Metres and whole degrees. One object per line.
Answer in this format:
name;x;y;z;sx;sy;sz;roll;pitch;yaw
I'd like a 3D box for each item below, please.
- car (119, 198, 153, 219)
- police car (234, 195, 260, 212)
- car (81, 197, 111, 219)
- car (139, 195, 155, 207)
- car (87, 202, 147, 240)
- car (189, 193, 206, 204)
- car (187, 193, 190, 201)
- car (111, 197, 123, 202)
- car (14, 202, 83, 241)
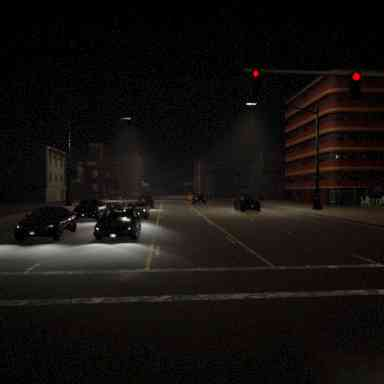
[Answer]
car;-4.423;1.420;26.675;1.895;1.301;4.718;0;1;-5
police car;5.580;1.126;34.407;1.930;1.638;5.238;0;1;-5
car;-7.855;1.337;25.748;1.837;1.490;4.892;0;1;-5
car;-5.368;1.141;38.509;1.837;1.490;4.892;0;1;-5
car;-3.649;1.484;17.146;2.033;1.411;5.357;0;1;-5
car;1.015;1.011;48.153;1.812;1.442;4.674;0;1;-4
car;0.155;0.828;58.073;1.882;1.535;5.008;0;0;-5
car;-8.876;1.236;38.442;1.895;1.301;4.718;0;1;-4
car;-7.100;1.472;16.628;1.812;1.442;4.674;0;1;-5
